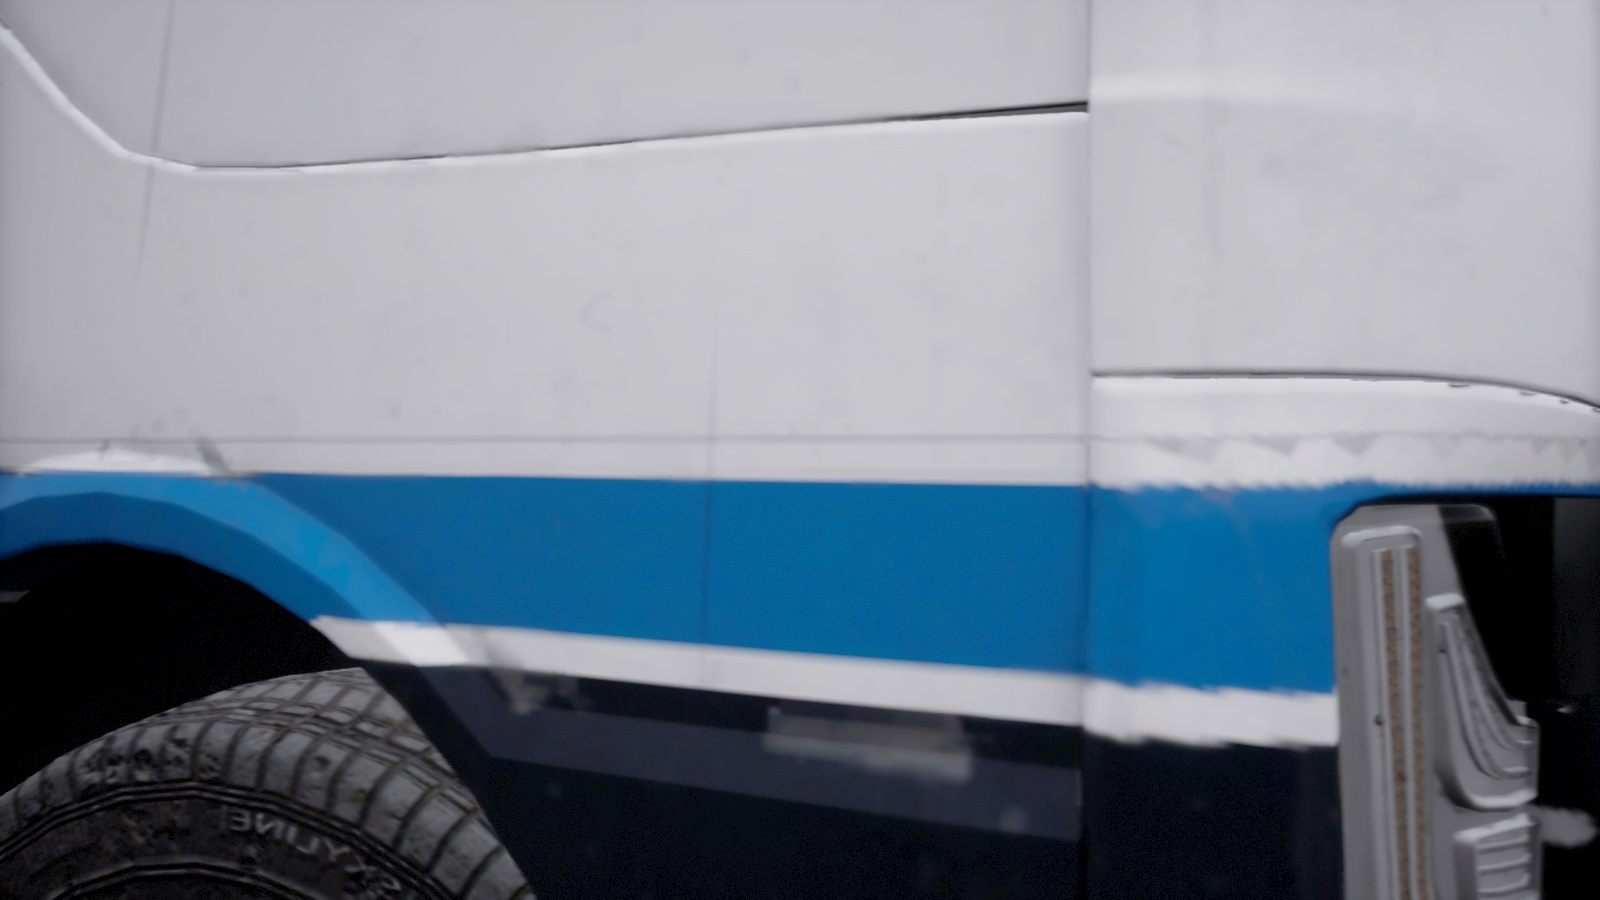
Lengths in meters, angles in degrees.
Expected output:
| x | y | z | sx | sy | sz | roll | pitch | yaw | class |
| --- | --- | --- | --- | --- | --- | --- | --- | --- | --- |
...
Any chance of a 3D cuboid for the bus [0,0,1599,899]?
| x | y | z | sx | sy | sz | roll | pitch | yaw | class |
| --- | --- | --- | --- | --- | --- | --- | --- | --- | --- |
| -2.667 | -0.622 | 4.112 | 10.273 | 4.253 | 3.944 | 1 | 1 | 27 | bus |
